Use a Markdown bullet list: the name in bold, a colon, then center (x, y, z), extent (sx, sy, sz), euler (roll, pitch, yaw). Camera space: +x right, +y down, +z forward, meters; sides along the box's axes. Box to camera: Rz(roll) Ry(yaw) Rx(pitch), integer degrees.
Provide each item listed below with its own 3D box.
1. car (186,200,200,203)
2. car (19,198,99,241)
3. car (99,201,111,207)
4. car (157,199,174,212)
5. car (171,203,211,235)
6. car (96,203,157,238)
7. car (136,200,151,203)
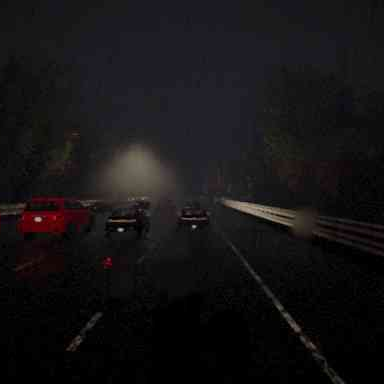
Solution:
- **car**: center (0.112, 1.863, 46.628), extent (1.994, 1.385, 4.181), euler (0, 0, 0)
- **car**: center (-6.897, 1.331, 17.585), extent (2.150, 2.045, 5.566), euler (0, 0, 0)
- **car**: center (-10.390, 1.788, 38.264), extent (2.033, 1.411, 5.357), euler (0, 0, 0)
- **car**: center (-3.390, 1.626, 43.171), extent (2.097, 1.767, 4.553), euler (0, 0, 0)
- **car**: center (0.104, 1.618, 19.759), extent (2.128, 1.511, 4.902), euler (0, 0, 0)
- **car**: center (-3.397, 1.606, 18.274), extent (2.128, 1.511, 4.902), euler (0, 0, 0)
- **car**: center (-6.889, 1.788, 46.573), extent (2.128, 1.511, 4.902), euler (0, 0, 0)
